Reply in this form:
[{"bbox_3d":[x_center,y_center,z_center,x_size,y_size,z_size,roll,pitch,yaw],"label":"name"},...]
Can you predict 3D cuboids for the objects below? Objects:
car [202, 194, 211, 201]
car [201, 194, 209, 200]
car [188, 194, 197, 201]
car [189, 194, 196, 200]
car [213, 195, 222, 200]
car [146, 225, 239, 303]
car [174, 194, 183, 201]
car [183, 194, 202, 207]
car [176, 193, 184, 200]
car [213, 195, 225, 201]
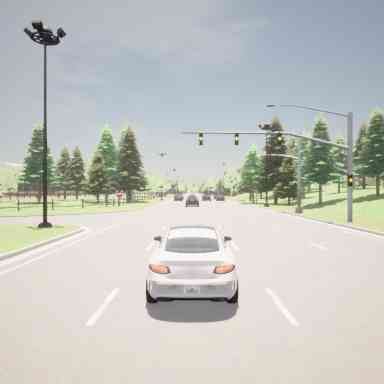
[{"bbox_3d":[3.587,1.375,82.956,2.097,1.767,4.553,0,0,0],"label":"car"},{"bbox_3d":[3.598,1.403,92.989,2.033,1.411,5.357,0,0,0],"label":"car"},{"bbox_3d":[0.087,1.375,82.960,2.097,1.767,4.553,0,0,0],"label":"car"},{"bbox_3d":[0.098,1.363,92.993,1.837,1.490,4.892,0,0,0],"label":"car"},{"bbox_3d":[7.098,1.416,92.986,1.994,1.385,4.181,0,0,0],"label":"car"},{"bbox_3d":[0.015,1.528,8.057,1.812,1.442,4.674,0,0,0],"label":"car"},{"bbox_3d":[-3.413,1.571,82.960,1.994,1.385,4.181,0,0,0],"label":"car"},{"bbox_3d":[0.055,1.369,51.930,2.097,1.767,4.553,0,0,0],"label":"car"},{"bbox_3d":[-3.402,1.218,92.967,2.097,1.767,4.553,0,0,0],"label":"car"},{"bbox_3d":[7.087,1.544,82.566,2.128,1.511,4.902,0,0,0],"label":"car"}]
